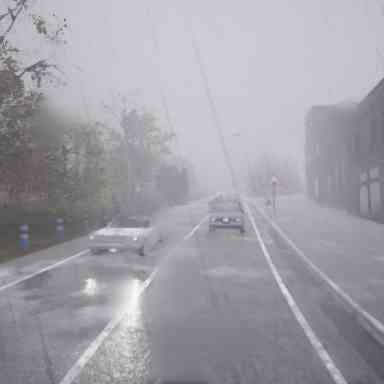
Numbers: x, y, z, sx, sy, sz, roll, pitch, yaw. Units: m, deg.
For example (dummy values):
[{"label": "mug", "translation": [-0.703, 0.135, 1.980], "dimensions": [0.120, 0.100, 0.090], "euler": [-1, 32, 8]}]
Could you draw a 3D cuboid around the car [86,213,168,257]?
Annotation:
[{"label": "car", "translation": [-2.259, 1.514, 12.786], "dimensions": [1.895, 1.301, 4.718], "euler": [0, 1, 7]}]

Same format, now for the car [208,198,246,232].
[{"label": "car", "translation": [1.936, 1.311, 18.218], "dimensions": [2.033, 1.411, 5.357], "euler": [0, 1, 8]}]

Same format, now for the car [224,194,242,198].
[{"label": "car", "translation": [4.490, 0.878, 36.947], "dimensions": [2.033, 1.411, 5.357], "euler": [0, 1, 8]}]
